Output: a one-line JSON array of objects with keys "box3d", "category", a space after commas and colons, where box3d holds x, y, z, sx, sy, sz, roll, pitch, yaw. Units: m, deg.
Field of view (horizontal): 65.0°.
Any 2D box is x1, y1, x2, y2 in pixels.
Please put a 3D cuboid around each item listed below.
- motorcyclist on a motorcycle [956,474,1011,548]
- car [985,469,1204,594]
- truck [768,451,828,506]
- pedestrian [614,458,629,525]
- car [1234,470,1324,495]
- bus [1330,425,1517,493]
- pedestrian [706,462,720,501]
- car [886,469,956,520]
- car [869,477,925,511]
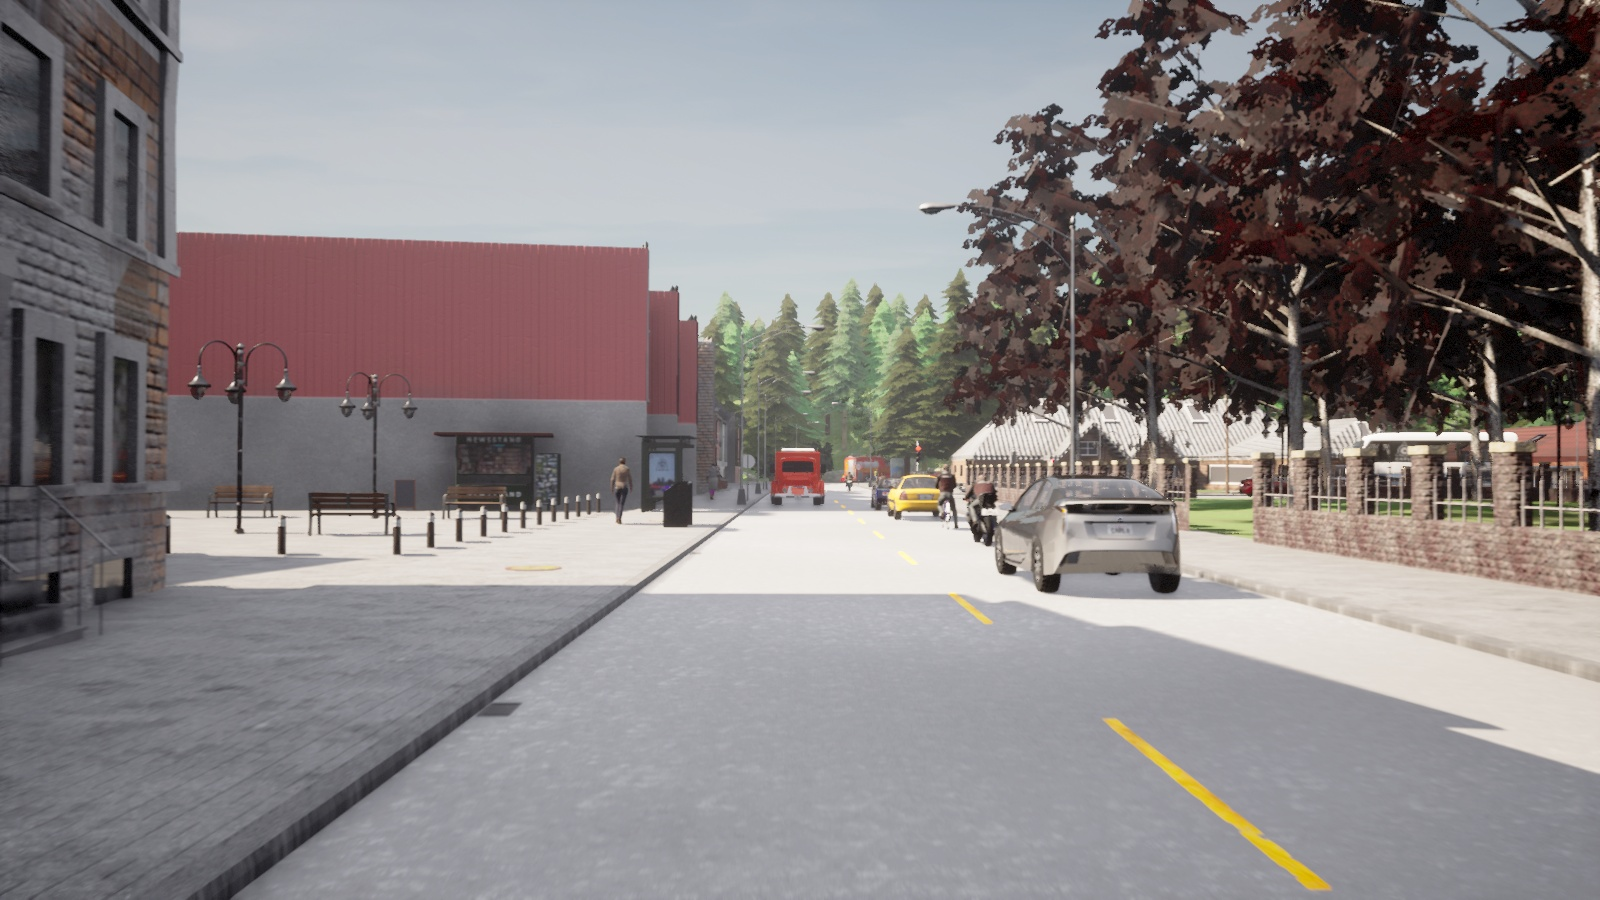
[{"box3d": [3.945, 1.289, 27.141, 0.866, 1.530, 2.191, 0, -1, 0], "category": "motorcyclist on a motorcycle"}, {"box3d": [3.957, 1.042, 17.716, 2.007, 1.525, 4.514, 0, -1, 0], "category": "car"}, {"box3d": [-0.094, 1.307, 58.421, 2.627, 2.467, 5.204, 0, -1, 0], "category": "truck"}, {"box3d": [-4.830, 1.112, 33.912, 0.328, 1.805, 0.869, 0, -1, -3], "category": "pedestrian"}, {"box3d": [29.864, 2.009, 78.423, 4.792, 1.488, 2.163, 0, -1, -2], "category": "car"}, {"box3d": [40.645, 0.654, 82.297, 10.273, 4.253, 3.944, 0, -2, 12], "category": "bus"}, {"box3d": [-4.382, 1.599, 63.392, 0.659, 1.952, 0.873, 0, -1, 0], "category": "pedestrian"}, {"box3d": [3.929, 1.436, 41.640, 1.801, 1.575, 5.366, 0, -1, 0], "category": "car"}, {"box3d": [3.920, 1.758, 51.264, 1.895, 1.301, 4.718, 0, -1, 0], "category": "car"}]
